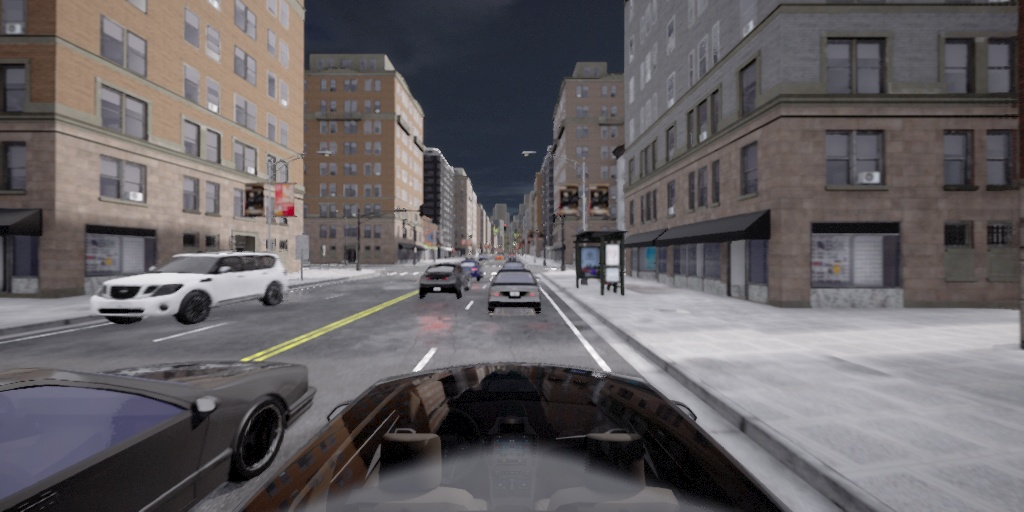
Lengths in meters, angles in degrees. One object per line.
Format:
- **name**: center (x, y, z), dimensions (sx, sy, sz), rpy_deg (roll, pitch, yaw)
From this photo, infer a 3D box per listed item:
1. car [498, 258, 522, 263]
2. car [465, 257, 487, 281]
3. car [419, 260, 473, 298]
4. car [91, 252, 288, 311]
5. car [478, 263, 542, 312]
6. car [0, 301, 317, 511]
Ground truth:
- **car**: center (0.106, 1.056, 26.033), dimensions (2.033, 1.411, 5.357), rpy_deg (0, 1, 0)
- **car**: center (-3.137, 1.031, 26.355), dimensions (1.812, 1.442, 4.674), rpy_deg (0, 1, 0)
- **car**: center (-3.127, 1.100, 17.194), dimensions (1.837, 1.490, 4.892), rpy_deg (0, 0, -1)
- **car**: center (-9.844, 0.872, 11.756), dimensions (2.150, 2.045, 5.566), rpy_deg (0, 0, 0)
- **car**: center (0.092, 1.178, 13.411), dimensions (2.033, 1.411, 5.357), rpy_deg (0, 0, 0)
- **car**: center (-3.150, 1.299, 1.591), dimensions (2.033, 1.411, 5.357), rpy_deg (0, 1, 0)
